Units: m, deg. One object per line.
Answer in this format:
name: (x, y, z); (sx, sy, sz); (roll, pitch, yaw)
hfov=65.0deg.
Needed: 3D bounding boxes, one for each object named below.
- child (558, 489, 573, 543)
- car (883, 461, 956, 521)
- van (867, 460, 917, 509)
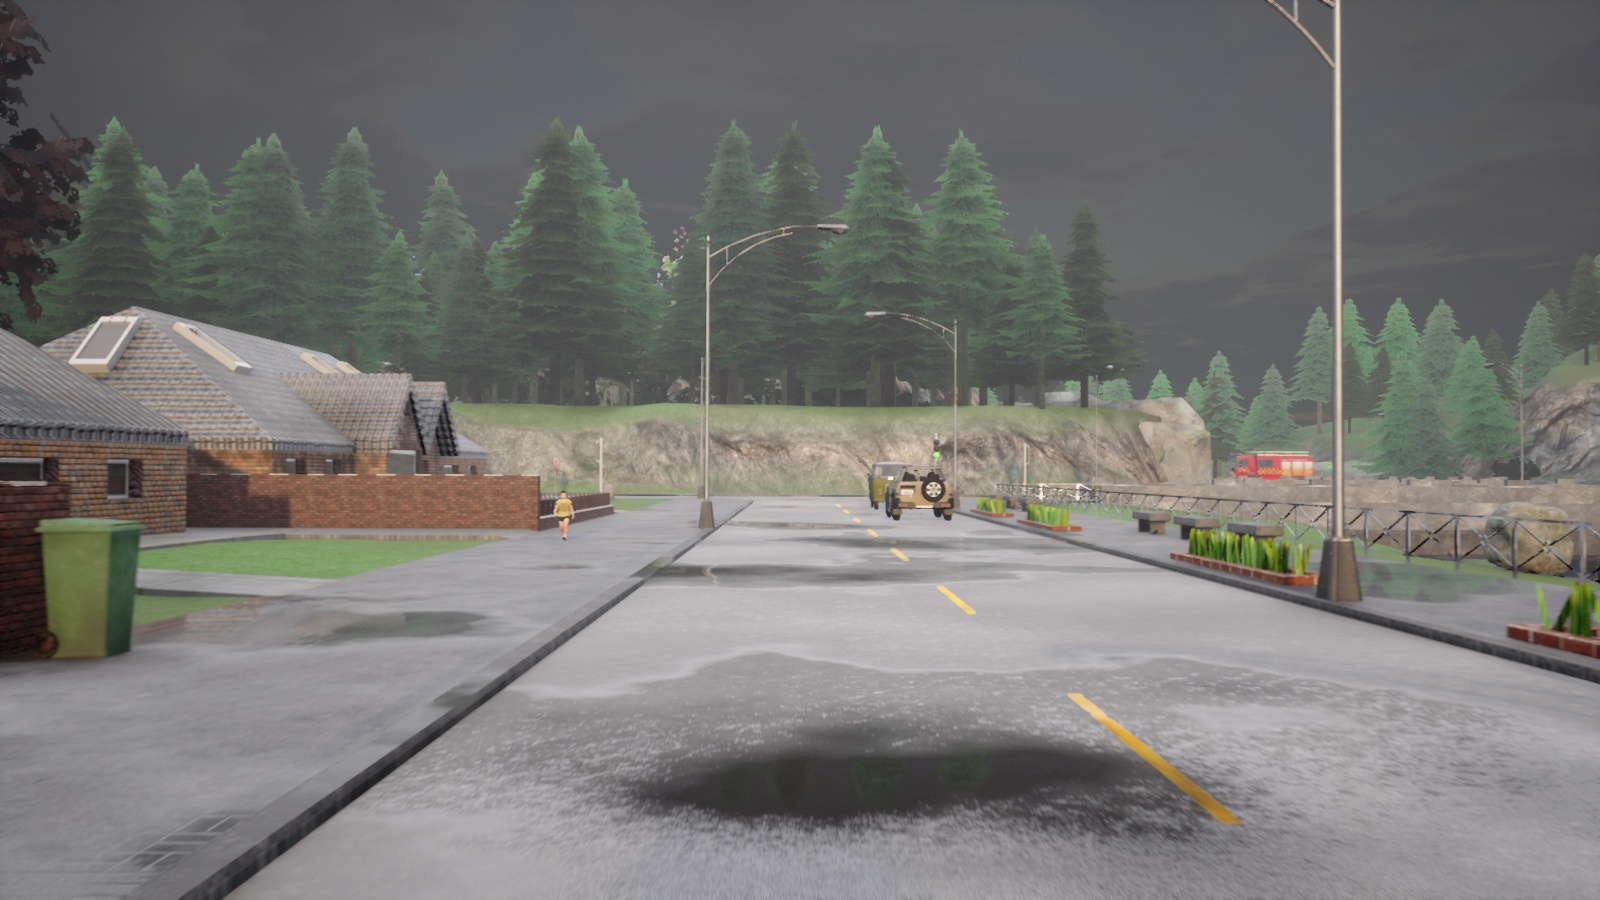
child: (-4.882, 1.361, 26.102); (0.255, 1.110, 0.394); (0, -1, -3)
car: (3.881, 1.311, 41.506); (1.932, 1.855, 4.605); (0, -1, 0)
van: (3.849, 1.439, 52.986); (1.775, 1.987, 4.442); (0, -1, 0)
